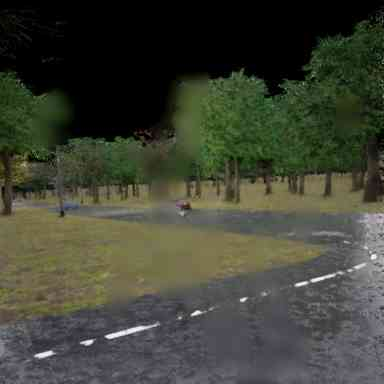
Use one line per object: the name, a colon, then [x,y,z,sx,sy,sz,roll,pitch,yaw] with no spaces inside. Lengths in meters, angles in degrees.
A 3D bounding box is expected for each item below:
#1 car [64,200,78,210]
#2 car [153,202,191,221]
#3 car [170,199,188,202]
car: [-25.709,2.738,70.251,2.150,2.045,5.566,-4,1,-28]
car: [-2.389,2.117,34.999,2.128,1.511,4.902,-5,1,-36]
car: [-2.131,1.759,46.602,2.097,1.767,4.553,-5,1,-36]
